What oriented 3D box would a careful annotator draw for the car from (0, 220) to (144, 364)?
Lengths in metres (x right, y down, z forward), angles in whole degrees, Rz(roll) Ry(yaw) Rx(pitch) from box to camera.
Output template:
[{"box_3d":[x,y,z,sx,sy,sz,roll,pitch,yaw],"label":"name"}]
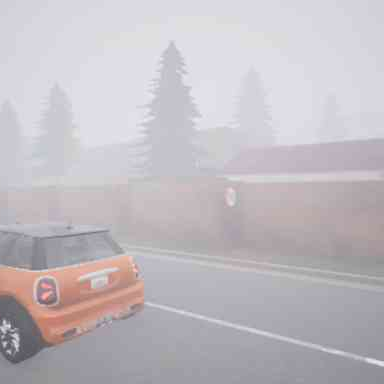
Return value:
[{"box_3d":[-3.076,1.332,6.073,4.553,1.767,2.097,0,0,35],"label":"car"}]
